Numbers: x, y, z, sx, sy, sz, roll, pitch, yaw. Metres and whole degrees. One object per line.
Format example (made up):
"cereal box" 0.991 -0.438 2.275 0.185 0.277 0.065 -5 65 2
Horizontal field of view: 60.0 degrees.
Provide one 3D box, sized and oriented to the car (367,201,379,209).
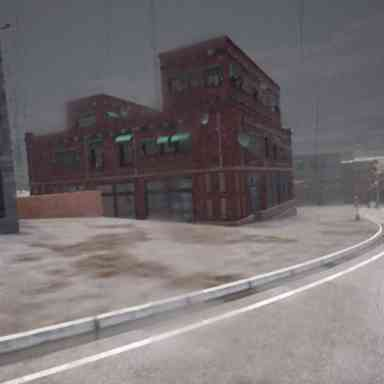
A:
"car" 35.995 2.564 66.103 2.128 1.511 4.902 -3 -2 30
